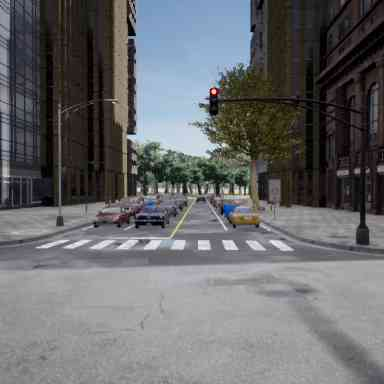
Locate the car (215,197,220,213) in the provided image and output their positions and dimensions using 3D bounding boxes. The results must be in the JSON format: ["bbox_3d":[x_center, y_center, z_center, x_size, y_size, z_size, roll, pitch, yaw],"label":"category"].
[{"bbox_3d":[3.641,1.530,33.089,1.947,1.339,4.313,-1,0,1],"label":"car"}]

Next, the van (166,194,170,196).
[{"bbox_3d":[-4.305,1.249,56.010,1.690,1.788,3.998,0,0,1],"label":"van"}]

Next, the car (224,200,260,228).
[{"bbox_3d":[3.356,1.507,21.903,1.752,1.417,4.829,-1,0,1],"label":"car"}]

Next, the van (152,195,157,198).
[{"bbox_3d":[-4.884,1.305,33.299,1.690,1.788,3.998,-1,0,1],"label":"van"}]

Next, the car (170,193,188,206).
[{"bbox_3d":[-1.721,1.275,50.618,2.097,1.767,4.553,0,0,2],"label":"car"}]

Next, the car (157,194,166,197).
[{"bbox_3d":[-4.739,1.267,38.976,2.192,1.841,5.009,-1,0,1],"label":"car"}]

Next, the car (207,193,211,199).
[{"bbox_3d":[4.362,1.208,61.475,2.192,1.841,5.009,-1,0,1],"label":"car"}]

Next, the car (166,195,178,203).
[{"bbox_3d":[-4.014,1.421,67.365,1.887,1.381,4.507,0,0,1],"label":"car"}]

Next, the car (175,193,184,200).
[{"bbox_3d":[-3.438,1.123,90.076,2.192,1.841,5.009,0,0,1],"label":"car"}]

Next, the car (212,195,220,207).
[{"bbox_3d":[3.935,1.463,44.614,1.752,1.417,4.829,-1,0,1],"label":"car"}]

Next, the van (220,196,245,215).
[{"bbox_3d":[3.494,1.315,27.412,1.690,1.788,3.998,-1,0,1],"label":"van"}]

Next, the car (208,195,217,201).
[{"bbox_3d":[4.798,1.425,78.508,1.802,1.307,4.206,0,0,1],"label":"car"}]

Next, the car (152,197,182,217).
[{"bbox_3d":[-2.255,1.472,31.207,1.837,1.490,4.892,0,0,2],"label":"car"}]

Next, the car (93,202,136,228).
[{"bbox_3d":[-5.170,1.564,21.942,1.802,1.307,4.206,-1,0,1],"label":"car"}]

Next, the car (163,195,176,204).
[{"bbox_3d":[-4.160,1.333,61.687,1.967,1.590,4.097,0,0,1],"label":"car"}]

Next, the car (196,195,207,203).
[{"bbox_3d":[1.820,1.385,65.877,1.837,1.490,4.892,0,0,1],"label":"car"}]

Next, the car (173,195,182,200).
[{"bbox_3d":[-3.580,1.371,84.398,1.887,1.381,4.507,0,0,1],"label":"car"}]

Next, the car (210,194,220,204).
[{"bbox_3d":[4.075,1.469,50.122,1.887,1.381,4.507,-1,0,1],"label":"car"}]

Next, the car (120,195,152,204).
[{"bbox_3d":[-5.029,1.288,27.620,2.192,1.841,5.009,-1,0,1],"label":"car"}]

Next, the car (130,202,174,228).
[{"bbox_3d":[-2.497,1.583,21.871,1.895,1.301,4.718,0,0,2],"label":"car"}]

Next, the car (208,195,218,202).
[{"bbox_3d":[4.653,1.411,72.830,2.008,1.369,4.403,0,0,1],"label":"car"}]

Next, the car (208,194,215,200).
[{"bbox_3d":[4.946,1.351,84.355,1.752,1.417,4.829,0,0,1],"label":"car"}]

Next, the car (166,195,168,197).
[{"bbox_3d":[-4.592,1.489,44.655,2.008,1.369,4.403,-1,0,1],"label":"car"}]

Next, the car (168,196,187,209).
[{"bbox_3d":[-2.014,1.549,40.514,1.895,1.301,4.718,0,0,2],"label":"car"}]

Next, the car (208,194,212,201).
[{"bbox_3d":[4.219,1.459,55.799,2.008,1.369,4.403,-1,0,1],"label":"car"}]
